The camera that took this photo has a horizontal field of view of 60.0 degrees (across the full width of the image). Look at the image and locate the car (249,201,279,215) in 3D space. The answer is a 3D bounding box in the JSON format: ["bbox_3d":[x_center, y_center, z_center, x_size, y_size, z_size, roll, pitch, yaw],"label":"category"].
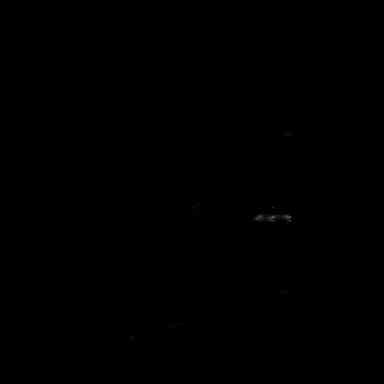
[{"bbox_3d":[8.644,1.884,41.162,2.097,1.767,4.553,0,-1,-6],"label":"car"}]

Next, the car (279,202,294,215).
[{"bbox_3d":[12.138,2.055,41.381,1.837,1.490,4.892,1,-1,-5],"label":"car"}]
